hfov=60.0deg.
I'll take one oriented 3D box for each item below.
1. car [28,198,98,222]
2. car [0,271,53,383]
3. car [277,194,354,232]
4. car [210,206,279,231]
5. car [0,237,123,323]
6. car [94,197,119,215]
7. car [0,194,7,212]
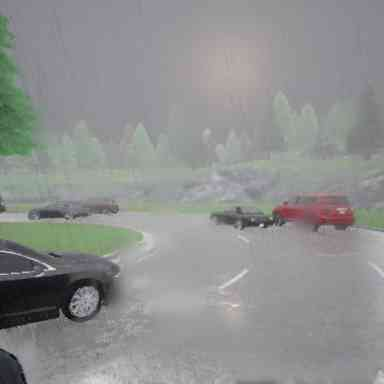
[{"bbox_3d":[-10.238,1.466,25.736,4.902,1.511,2.128,0,0,11],"label":"car"},{"bbox_3d":[-3.005,1.574,1.603,4.181,1.385,1.994,0,0,-31],"label":"car"},{"bbox_3d":[6.890,1.133,19.583,2.150,2.045,5.566,0,0,-17],"label":"car"},{"bbox_3d":[2.899,1.529,20.434,1.895,1.301,4.718,0,0,-25],"label":"car"},{"bbox_3d":[-3.561,1.506,5.528,4.892,1.490,1.837,0,2,-37],"label":"car"},{"bbox_3d":[-9.583,1.306,32.644,4.553,1.767,2.097,0,0,9],"label":"car"},{"bbox_3d":[-19.253,1.224,28.891,5.566,2.045,2.150,-1,0,-7],"label":"car"}]
